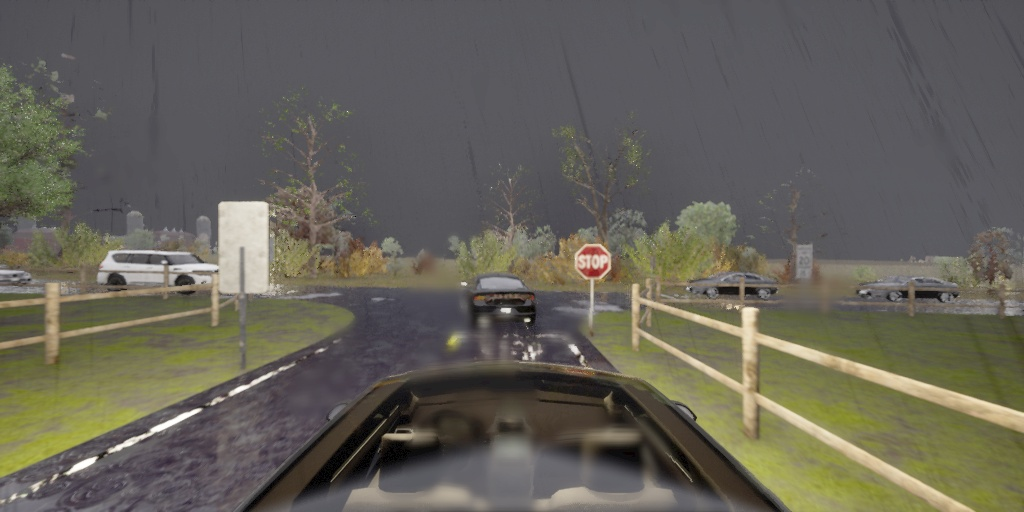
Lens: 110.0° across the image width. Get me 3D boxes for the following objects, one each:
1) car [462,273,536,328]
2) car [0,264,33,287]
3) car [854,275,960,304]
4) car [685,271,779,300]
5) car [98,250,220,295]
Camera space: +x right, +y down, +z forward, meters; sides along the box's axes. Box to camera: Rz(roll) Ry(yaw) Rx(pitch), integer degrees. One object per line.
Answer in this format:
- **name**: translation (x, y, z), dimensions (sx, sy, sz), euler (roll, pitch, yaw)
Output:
- **car**: translation (-0.582, 1.299, 11.900), dimensions (1.882, 1.535, 5.008), euler (0, 0, -10)
- **car**: translation (-27.197, 0.849, 17.957), dimensions (4.674, 1.442, 1.812), euler (1, 0, 0)
- **car**: translation (22.859, 1.875, 20.863), dimensions (4.902, 1.511, 2.128), euler (1, 0, 0)
- **car**: translation (12.685, 1.658, 20.870), dimensions (4.902, 1.511, 2.128), euler (1, 0, 0)
- **car**: translation (-17.149, 0.763, 17.949), dimensions (5.566, 2.045, 2.150), euler (1, 0, 0)
